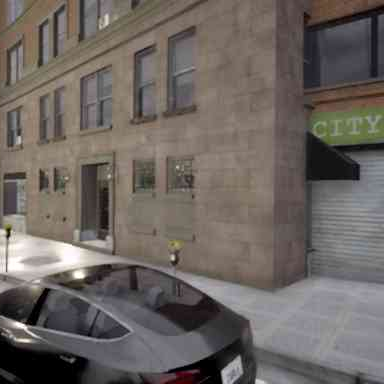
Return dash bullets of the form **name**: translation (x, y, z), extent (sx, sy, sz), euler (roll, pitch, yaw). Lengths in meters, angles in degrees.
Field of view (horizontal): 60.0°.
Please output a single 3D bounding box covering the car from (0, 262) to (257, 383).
- **car**: translation (-1.353, 1.565, 4.025), extent (4.313, 1.339, 1.947), euler (0, 1, 35)
